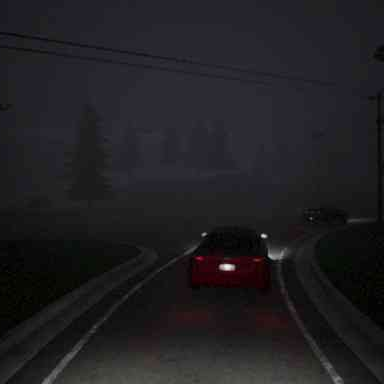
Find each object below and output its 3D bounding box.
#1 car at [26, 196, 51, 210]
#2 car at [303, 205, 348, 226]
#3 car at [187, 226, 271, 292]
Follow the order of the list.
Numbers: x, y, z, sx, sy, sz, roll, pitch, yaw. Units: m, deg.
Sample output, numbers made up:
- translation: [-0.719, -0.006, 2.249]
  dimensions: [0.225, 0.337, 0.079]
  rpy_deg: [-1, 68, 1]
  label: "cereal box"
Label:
- translation: [-23.893, 1.712, 51.839]
  dimensions: [2.150, 2.045, 5.566]
  rpy_deg: [1, -1, -5]
  label: "car"
- translation: [10.511, 1.737, 26.008]
  dimensions: [4.902, 1.511, 2.128]
  rpy_deg: [1, -1, -43]
  label: "car"
- translation: [1.153, 1.654, 9.343]
  dimensions: [1.994, 1.385, 4.181]
  rpy_deg: [0, 0, 11]
  label: "car"
